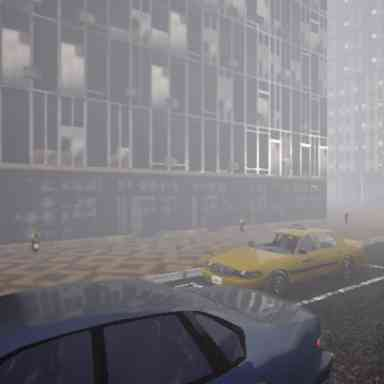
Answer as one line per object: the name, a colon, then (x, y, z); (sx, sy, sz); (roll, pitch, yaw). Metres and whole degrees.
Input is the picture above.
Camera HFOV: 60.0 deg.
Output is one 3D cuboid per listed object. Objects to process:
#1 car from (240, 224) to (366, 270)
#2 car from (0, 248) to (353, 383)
car: (2.478, 1.508, 8.322); (4.829, 1.417, 1.752); (0, 0, -35)
car: (-1.094, 1.546, 2.599); (5.357, 1.411, 2.033); (0, 0, -35)
